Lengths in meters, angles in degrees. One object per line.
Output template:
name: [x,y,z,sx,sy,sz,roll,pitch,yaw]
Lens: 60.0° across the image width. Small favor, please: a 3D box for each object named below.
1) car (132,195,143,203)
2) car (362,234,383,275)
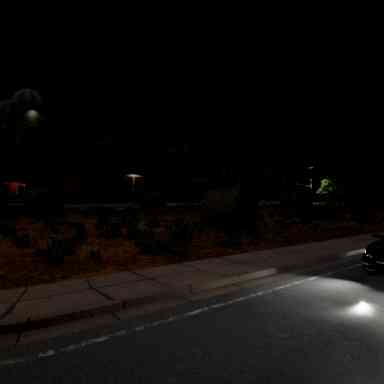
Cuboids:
car: [-12.323,1.691,75.892,1.905,1.878,3.866,7,2,3]
car: [6.870,1.681,9.975,4.892,1.490,1.837,1,-1,-40]
